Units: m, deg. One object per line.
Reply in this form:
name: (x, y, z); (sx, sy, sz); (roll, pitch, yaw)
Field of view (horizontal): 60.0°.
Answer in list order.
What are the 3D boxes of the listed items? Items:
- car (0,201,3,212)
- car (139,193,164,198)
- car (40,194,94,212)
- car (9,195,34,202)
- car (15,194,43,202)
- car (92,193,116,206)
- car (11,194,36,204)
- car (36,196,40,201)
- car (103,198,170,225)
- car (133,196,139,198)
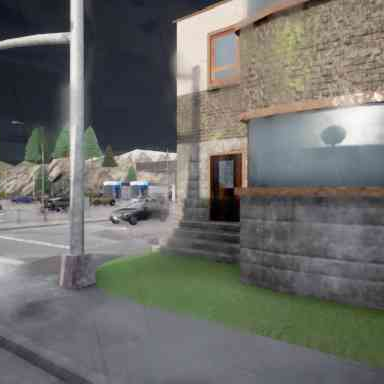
car: (-20.215, 1.247, 31.575); (1.970, 1.475, 3.806); (0, 0, 35)
car: (-5.838, 1.092, 51.939); (1.905, 1.878, 3.866); (0, 0, 35)
car: (-13.159, 1.313, 35.223); (2.007, 1.523, 4.514); (0, 0, 35)
car: (-38.816, 1.355, 75.828); (2.007, 1.523, 4.514); (0, 0, 35)
car: (-36.223, 1.346, 74.062); (2.152, 1.636, 5.027); (0, 0, 35)
car: (-13.059, 1.113, 47.405); (1.932, 1.855, 4.605); (0, 0, 35)
car: (-30.968, 1.335, 60.963); (1.845, 1.501, 3.633); (0, 0, 35)
car: (-22.827, 1.313, 55.167); (2.007, 1.523, 4.514); (0, 0, 35)
car: (-3.408, 1.349, 22.453); (1.812, 1.442, 4.674); (0, 0, 35)
car: (-8.202, 1.376, 54.355); (1.970, 1.475, 3.806); (0, 0, 35)
